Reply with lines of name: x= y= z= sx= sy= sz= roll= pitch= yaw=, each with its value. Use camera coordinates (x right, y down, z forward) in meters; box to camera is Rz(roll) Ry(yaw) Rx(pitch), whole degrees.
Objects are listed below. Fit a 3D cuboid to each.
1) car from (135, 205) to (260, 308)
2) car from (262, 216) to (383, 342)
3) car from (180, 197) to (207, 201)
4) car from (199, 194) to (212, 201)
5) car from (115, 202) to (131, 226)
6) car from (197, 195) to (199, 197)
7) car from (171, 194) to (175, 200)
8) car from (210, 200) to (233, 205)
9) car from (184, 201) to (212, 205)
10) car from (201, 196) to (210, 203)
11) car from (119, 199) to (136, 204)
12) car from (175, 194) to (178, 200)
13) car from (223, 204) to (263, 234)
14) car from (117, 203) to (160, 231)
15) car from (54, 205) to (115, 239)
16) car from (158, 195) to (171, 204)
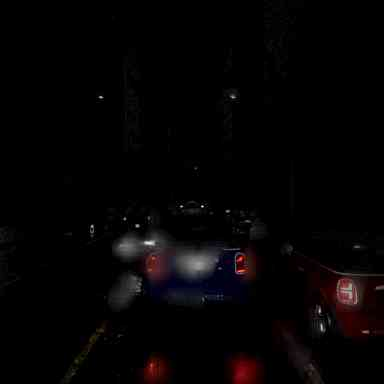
car: x=0.096 y=1.352 z=8.055 sx=2.097 sy=1.767 sz=4.553 roll=0 pitch=0 yaw=0
car: x=2.851 y=1.440 z=6.488 sx=1.967 sy=1.590 sz=4.097 roll=0 pitch=0 yaw=0
car: x=-0.010 y=1.460 z=27.358 sx=1.801 sy=1.575 sz=5.366 roll=0 pitch=0 yaw=0
car: x=2.864 y=1.484 z=65.584 sx=1.967 sy=1.590 sz=4.097 roll=0 pitch=0 yaw=0
car: x=-5.680 y=1.584 z=22.989 sx=1.802 sy=1.307 sz=4.206 roll=0 pitch=0 yaw=0
car: x=2.881 y=1.616 z=76.401 sx=2.008 sy=1.369 sz=4.403 roll=0 pitch=0 yaw=0
car: x=-5.644 y=1.616 z=76.410 sx=2.008 sy=1.369 sz=4.403 roll=0 pitch=0 yaw=0
car: x=2.844 y=1.569 z=28.493 sx=1.947 sy=1.339 sz=4.313 roll=0 pitch=0 yaw=0
car: x=0.089 y=1.479 z=17.336 sx=1.882 sy=1.535 sz=5.008 roll=0 pitch=0 yaw=0
car: x=2.873 y=1.579 z=71.163 sx=1.752 sy=1.417 sz=4.829 roll=0 pitch=0 yaw=0
car: x=-5.682 y=1.443 z=28.491 sx=1.967 sy=1.590 sz=4.097 roll=0 pitch=0 yaw=0
car: x=-5.621 y=1.638 z=92.466 sx=1.752 sy=1.417 sz=4.829 roll=0 pitch=0 yaw=0
car: x=2.847 y=1.552 z=17.491 sx=2.008 sy=1.369 sz=4.403 roll=0 pitch=0 yaw=0
car: x=-3.080 y=1.603 z=20.999 sx=1.895 sy=1.301 sz=4.718 roll=0 pitch=0 yaw=0
car: x=-5.678 y=1.567 z=17.488 sx=1.947 sy=1.339 sz=4.313 roll=0 pitch=0 yaw=0
car: x=-5.660 y=1.626 z=65.594 sx=1.802 sy=1.307 sz=4.206 roll=0 pitch=0 yaw=0
